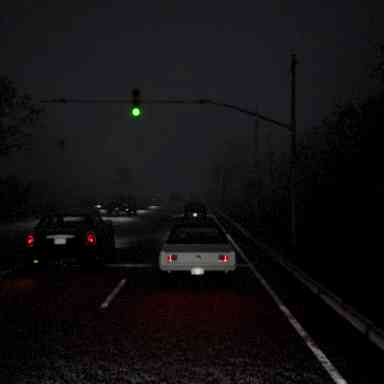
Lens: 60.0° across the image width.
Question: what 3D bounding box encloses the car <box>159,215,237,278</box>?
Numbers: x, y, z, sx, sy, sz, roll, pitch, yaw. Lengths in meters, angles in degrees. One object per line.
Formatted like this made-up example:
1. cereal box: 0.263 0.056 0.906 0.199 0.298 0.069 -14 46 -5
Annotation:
1. car: 0.149 1.597 10.135 1.895 1.301 4.718 0 0 0

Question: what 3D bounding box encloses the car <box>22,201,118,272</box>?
1. car: -3.833 1.347 11.061 2.097 1.767 4.553 0 0 -8

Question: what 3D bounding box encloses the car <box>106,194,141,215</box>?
1. car: -6.898 1.207 33.345 2.150 2.045 5.566 0 0 0

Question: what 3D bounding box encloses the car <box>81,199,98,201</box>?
1. car: -10.389 1.477 33.214 2.128 1.511 4.902 0 0 1

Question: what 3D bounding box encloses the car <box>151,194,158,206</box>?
1. car: -6.671 1.228 53.530 2.097 1.767 4.553 0 2 1

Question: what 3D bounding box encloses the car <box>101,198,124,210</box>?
1. car: -10.304 1.507 43.439 1.812 1.442 4.674 0 0 0

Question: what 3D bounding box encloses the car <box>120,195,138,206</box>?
1. car: -10.159 1.346 53.812 1.882 1.535 5.008 0 2 1

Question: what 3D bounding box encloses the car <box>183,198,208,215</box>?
1. car: 0.267 1.493 28.214 1.837 1.490 4.892 0 0 0

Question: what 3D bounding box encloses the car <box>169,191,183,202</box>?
1. car: -3.088 0.717 62.335 2.150 2.045 5.566 0 3 0

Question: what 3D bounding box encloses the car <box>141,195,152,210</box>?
1. car: -6.810 1.459 43.423 1.882 1.535 5.008 0 0 1

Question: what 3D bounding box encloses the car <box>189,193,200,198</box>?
1. car: 0.413 0.988 62.295 2.128 1.511 4.902 0 3 0

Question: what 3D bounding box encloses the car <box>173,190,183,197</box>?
1. car: -3.013 0.380 72.772 1.895 1.301 4.718 0 3 0
